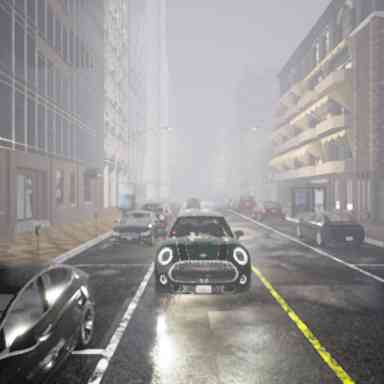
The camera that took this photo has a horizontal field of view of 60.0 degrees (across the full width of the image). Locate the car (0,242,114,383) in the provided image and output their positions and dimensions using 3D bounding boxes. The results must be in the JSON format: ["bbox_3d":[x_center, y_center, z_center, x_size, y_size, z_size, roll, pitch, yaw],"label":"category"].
[{"bbox_3d":[-2.345,1.564,3.513,1.947,1.339,4.313,0,0,0],"label":"car"}]

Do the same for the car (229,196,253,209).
[{"bbox_3d":[5.893,1.301,37.440,2.192,1.841,5.009,0,0,0],"label":"car"}]

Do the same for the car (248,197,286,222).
[{"bbox_3d":[5.940,1.428,26.142,1.967,1.590,4.097,0,0,0],"label":"car"}]

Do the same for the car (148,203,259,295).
[{"bbox_3d":[0.224,1.347,8.873,2.097,1.767,4.553,0,0,0],"label":"car"}]

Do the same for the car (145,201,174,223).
[{"bbox_3d":[-2.440,1.514,25.937,1.752,1.417,4.829,0,0,0],"label":"car"}]

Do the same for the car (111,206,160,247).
[{"bbox_3d":[-2.392,1.543,14.810,2.008,1.369,4.403,0,0,0],"label":"car"}]

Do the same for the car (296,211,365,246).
[{"bbox_3d":[5.988,1.542,14.846,2.008,1.369,4.403,0,0,0],"label":"car"}]

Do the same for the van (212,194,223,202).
[{"bbox_3d":[5.749,1.330,71.330,1.690,1.788,3.998,0,0,0],"label":"van"}]

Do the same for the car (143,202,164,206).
[{"bbox_3d":[-2.417,1.430,20.459,1.967,1.590,4.097,0,0,0],"label":"car"}]

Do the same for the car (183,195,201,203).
[{"bbox_3d":[0.179,1.462,42.676,1.882,1.535,5.008,0,0,0],"label":"car"}]

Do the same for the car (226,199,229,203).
[{"bbox_3d":[5.868,1.567,43.088,1.802,1.307,4.206,0,0,0],"label":"car"}]

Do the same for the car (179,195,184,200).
[{"bbox_3d":[-2.726,1.439,93.890,1.967,1.590,4.097,0,0,0],"label":"car"}]

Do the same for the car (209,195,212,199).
[{"bbox_3d":[5.726,1.557,76.979,1.947,1.339,4.313,0,0,0],"label":"car"}]

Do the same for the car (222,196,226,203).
[{"bbox_3d":[5.845,1.565,48.737,1.802,1.307,4.206,0,0,0],"label":"car"}]
